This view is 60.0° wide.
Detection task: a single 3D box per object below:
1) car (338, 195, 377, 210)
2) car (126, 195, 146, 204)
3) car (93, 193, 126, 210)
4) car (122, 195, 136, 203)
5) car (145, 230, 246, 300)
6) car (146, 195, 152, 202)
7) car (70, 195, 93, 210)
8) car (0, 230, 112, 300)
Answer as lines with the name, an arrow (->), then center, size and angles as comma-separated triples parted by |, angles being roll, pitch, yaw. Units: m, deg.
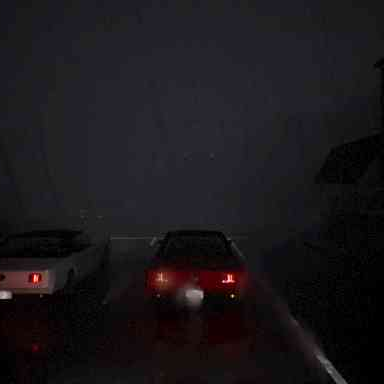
car -> 14.158, 1.052, 28.512 | 4.181, 1.385, 1.994 | -14, 0, -1
car -> -10.541, 1.530, 62.714 | 2.033, 1.411, 5.357 | 0, 0, 1
car -> -10.605, 1.209, 43.118 | 2.150, 2.045, 5.566 | 0, 0, 0
car -> -14.009, 1.501, 73.898 | 2.128, 1.511, 4.902 | 0, 0, 0
car -> 0.077, 1.599, 8.323 | 1.895, 1.301, 4.718 | 0, 0, 0
car -> -10.509, 1.468, 77.624 | 1.812, 1.442, 4.674 | 0, 0, 0
car -> -14.099, 1.493, 42.851 | 1.837, 1.490, 4.892 | 0, 0, 0
car -> -3.424, 1.599, 8.305 | 1.895, 1.301, 4.718 | 0, 0, 0
